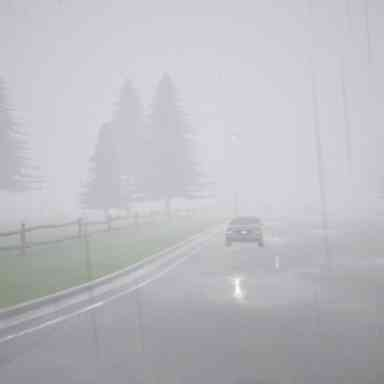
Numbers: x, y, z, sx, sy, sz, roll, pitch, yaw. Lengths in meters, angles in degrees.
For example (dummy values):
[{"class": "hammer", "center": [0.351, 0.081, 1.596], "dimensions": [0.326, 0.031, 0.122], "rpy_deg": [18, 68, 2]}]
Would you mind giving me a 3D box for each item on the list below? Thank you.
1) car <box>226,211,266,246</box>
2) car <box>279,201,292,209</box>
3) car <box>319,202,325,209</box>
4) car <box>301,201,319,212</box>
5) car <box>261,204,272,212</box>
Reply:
[{"class": "car", "center": [2.906, 1.948, 17.615], "dimensions": [2.033, 1.411, 5.357], "rpy_deg": [-1, -1, 12]}, {"class": "car", "center": [20.053, 2.973, 71.835], "dimensions": [1.812, 1.442, 4.674], "rpy_deg": [-1, -1, 14]}, {"class": "car", "center": [26.798, 2.757, 69.967], "dimensions": [1.882, 1.535, 5.008], "rpy_deg": [-1, -1, 14]}, {"class": "car", "center": [19.742, 2.571, 56.370], "dimensions": [1.837, 1.490, 4.892], "rpy_deg": [-1, -1, 14]}, {"class": "car", "center": [12.925, 2.778, 57.943], "dimensions": [2.033, 1.411, 5.357], "rpy_deg": [-1, -1, 14]}]
